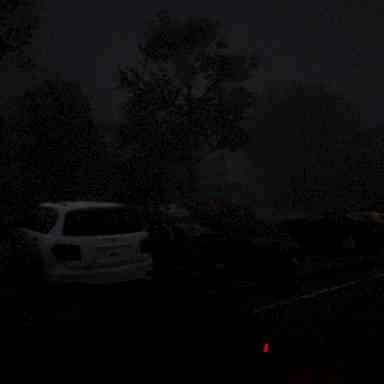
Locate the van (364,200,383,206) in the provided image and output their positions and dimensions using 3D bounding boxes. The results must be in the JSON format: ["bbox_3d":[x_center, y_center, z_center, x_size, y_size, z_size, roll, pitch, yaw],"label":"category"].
[{"bbox_3d":[13.042,1.477,19.627,1.878,1.987,4.442,1,0,-36],"label":"van"}]

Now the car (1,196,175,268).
[{"bbox_3d":[-3.006,1.236,8.341,2.435,2.045,5.566,1,0,-36],"label":"car"}]

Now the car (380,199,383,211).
[{"bbox_3d":[30.071,1.951,48.049,2.185,1.767,4.553,1,0,-36],"label":"car"}]

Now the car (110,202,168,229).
[{"bbox_3d":[-3.903,1.568,23.733,2.097,1.535,5.008,1,0,-36],"label":"car"}]

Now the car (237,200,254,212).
[{"bbox_3d":[2.809,1.412,28.500,2.435,2.045,5.566,1,0,-36],"label":"car"}]

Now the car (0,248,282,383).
[{"bbox_3d":[-1.657,1.547,2.503,5.357,1.411,2.033,1,0,-35],"label":"car"}]

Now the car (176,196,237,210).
[{"bbox_3d":[0.644,1.379,26.952,2.435,2.045,5.566,1,-1,-36],"label":"car"}]

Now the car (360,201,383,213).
[{"bbox_3d":[25.680,2.005,44.646,1.946,1.575,5.366,1,0,-36],"label":"car"}]

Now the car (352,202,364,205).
[{"bbox_3d":[23.309,1.975,43.187,2.231,1.521,4.892,1,-1,-36],"label":"car"}]

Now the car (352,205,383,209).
[{"bbox_3d":[8.302,1.631,16.613,1.946,1.575,5.366,1,-1,-36],"label":"car"}]

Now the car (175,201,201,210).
[{"bbox_3d":[-1.740,1.636,25.282,2.002,1.452,4.674,1,0,-36],"label":"car"}]

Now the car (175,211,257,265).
[{"bbox_3d":[-0.705,1.514,9.945,2.231,1.521,4.892,1,0,-35],"label":"car"}]

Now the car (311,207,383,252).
[{"bbox_3d":[6.135,1.600,14.830,2.097,1.535,5.008,1,-1,-36],"label":"car"}]

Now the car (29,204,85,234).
[{"bbox_3d":[-8.455,1.540,20.523,2.163,1.488,4.792,1,0,-36],"label":"car"}]

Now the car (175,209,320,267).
[{"bbox_3d":[1.585,1.570,11.551,2.163,1.488,4.792,1,0,-36],"label":"car"}]
